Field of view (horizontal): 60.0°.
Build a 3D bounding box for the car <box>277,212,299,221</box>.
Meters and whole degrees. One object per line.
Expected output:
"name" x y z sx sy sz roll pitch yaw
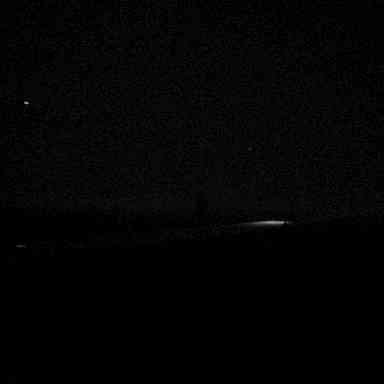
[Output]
"car" 14.406 3.611 49.620 1.895 1.301 4.718 -2 -3 35
